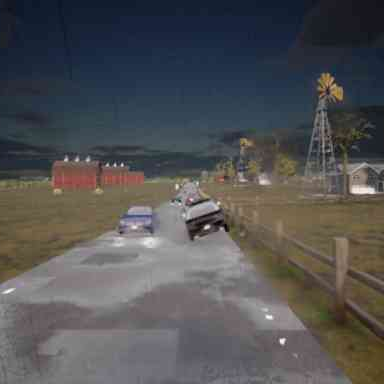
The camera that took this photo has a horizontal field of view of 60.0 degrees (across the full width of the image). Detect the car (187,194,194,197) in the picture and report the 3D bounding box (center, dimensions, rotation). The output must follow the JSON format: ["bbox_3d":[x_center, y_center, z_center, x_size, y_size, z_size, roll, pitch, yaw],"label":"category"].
[{"bbox_3d":[0.751,1.266,26.504,2.097,1.767,4.553,-1,0,0],"label":"car"}]

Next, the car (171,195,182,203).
[{"bbox_3d":[-2.774,1.280,60.495,2.033,1.411,5.357,0,1,1],"label":"car"}]

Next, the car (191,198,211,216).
[{"bbox_3d":[0.826,1.420,32.545,1.837,1.490,4.892,0,0,0],"label":"car"}]

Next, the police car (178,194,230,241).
[{"bbox_3d":[0.569,1.170,16.623,1.930,1.638,5.238,-18,3,1],"label":"police car"}]

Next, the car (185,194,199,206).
[{"bbox_3d":[0.002,1.168,52.953,2.097,1.767,4.553,0,1,0],"label":"car"}]

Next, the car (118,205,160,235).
[{"bbox_3d":[-2.848,1.482,18.773,1.812,1.442,4.674,0,0,0],"label":"car"}]

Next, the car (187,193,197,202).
[{"bbox_3d":[0.003,1.088,67.980,2.128,1.511,4.902,0,1,0],"label":"car"}]
